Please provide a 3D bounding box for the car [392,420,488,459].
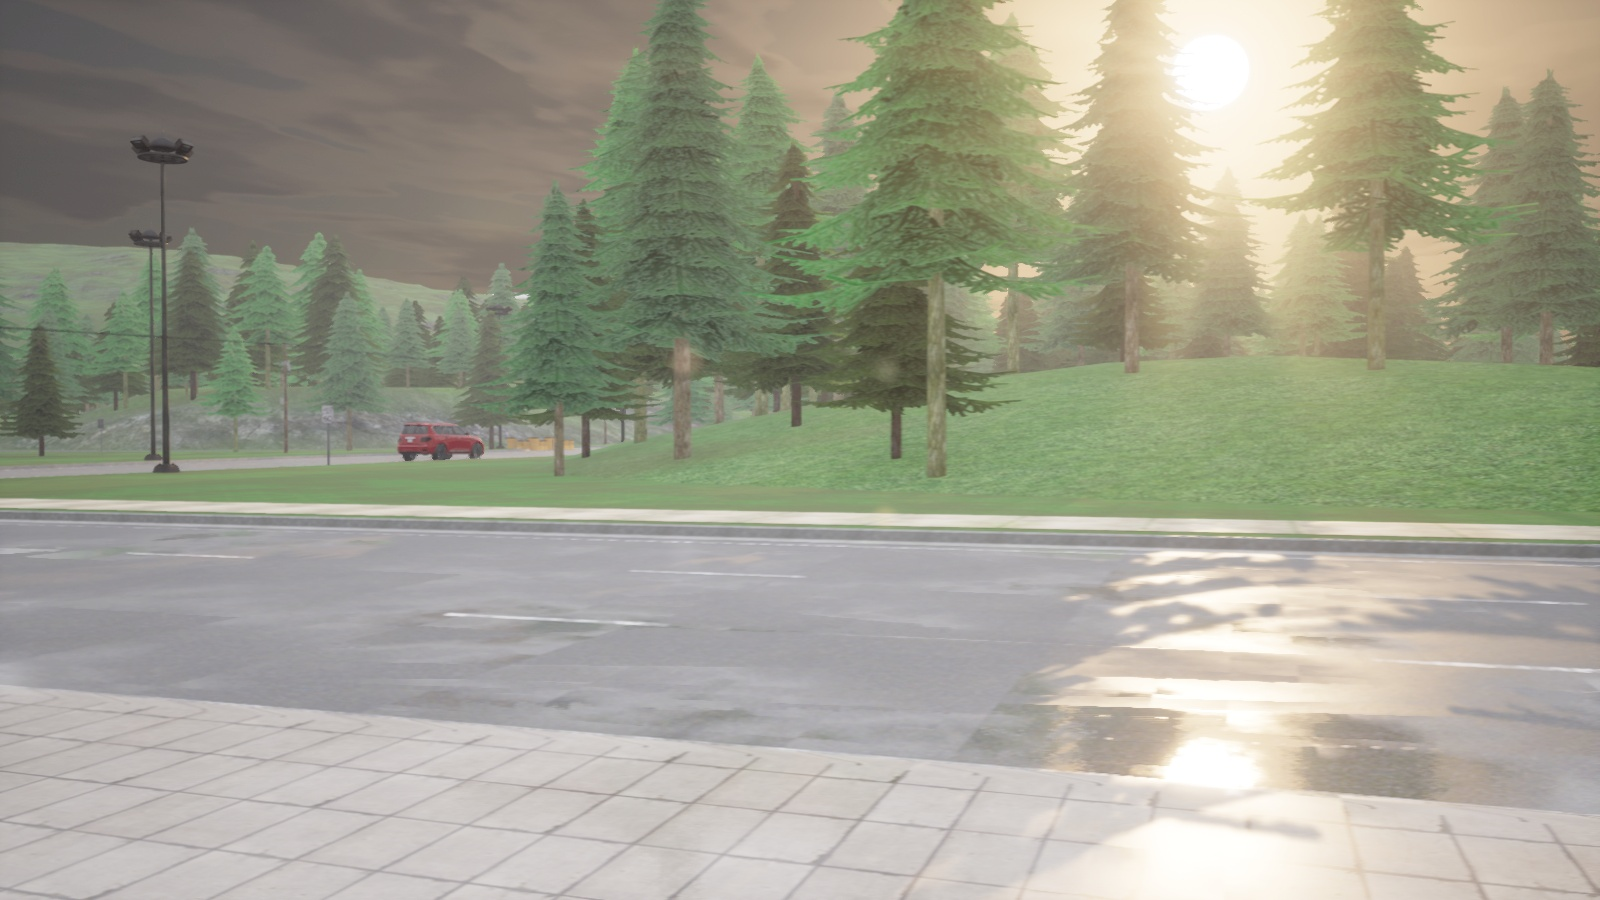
[{"bbox_3d":[-19.225,-0.588,67.378,2.150,2.045,5.566,1,1,19],"label":"car"}]
